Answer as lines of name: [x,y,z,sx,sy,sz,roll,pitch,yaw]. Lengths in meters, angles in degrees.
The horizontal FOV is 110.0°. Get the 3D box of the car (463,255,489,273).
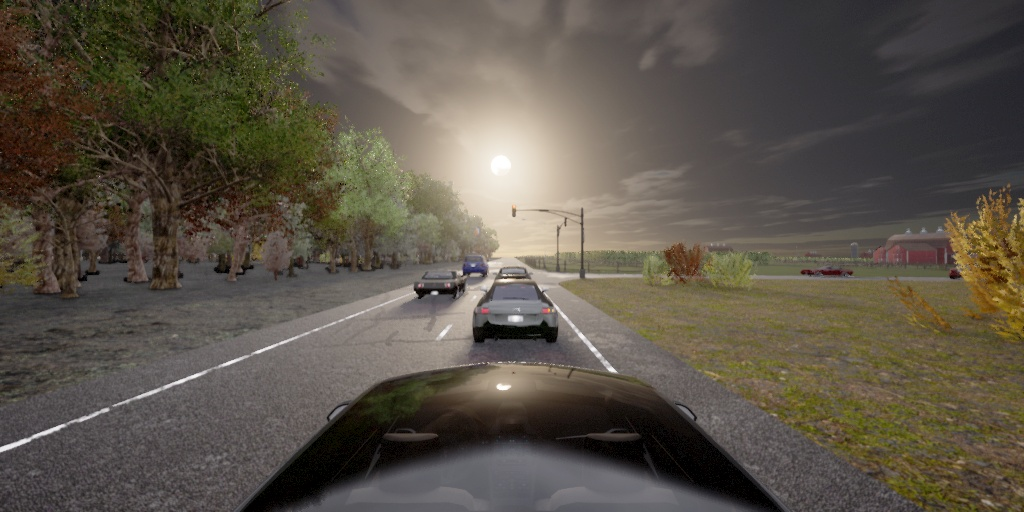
car: [-3.491,0.952,34.800,2.150,2.045,5.566,0,0,0]

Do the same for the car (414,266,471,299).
car: [-3.444,1.340,18.143,1.895,1.301,4.718,0,0,0]

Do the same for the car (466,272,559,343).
car: [0.076,1.309,9.665,1.994,1.385,4.181,0,0,0]

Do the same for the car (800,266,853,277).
car: [35.901,1.768,41.025,4.718,1.301,1.895,1,-1,0]

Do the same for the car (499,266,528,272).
car: [0.059,1.245,18.565,1.837,1.490,4.892,0,0,0]

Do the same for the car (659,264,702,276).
car: [19.187,1.489,41.061,4.892,1.490,1.837,1,-1,0]

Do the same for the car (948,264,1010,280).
car: [48.806,1.603,37.414,4.553,1.767,2.097,1,-1,0]
